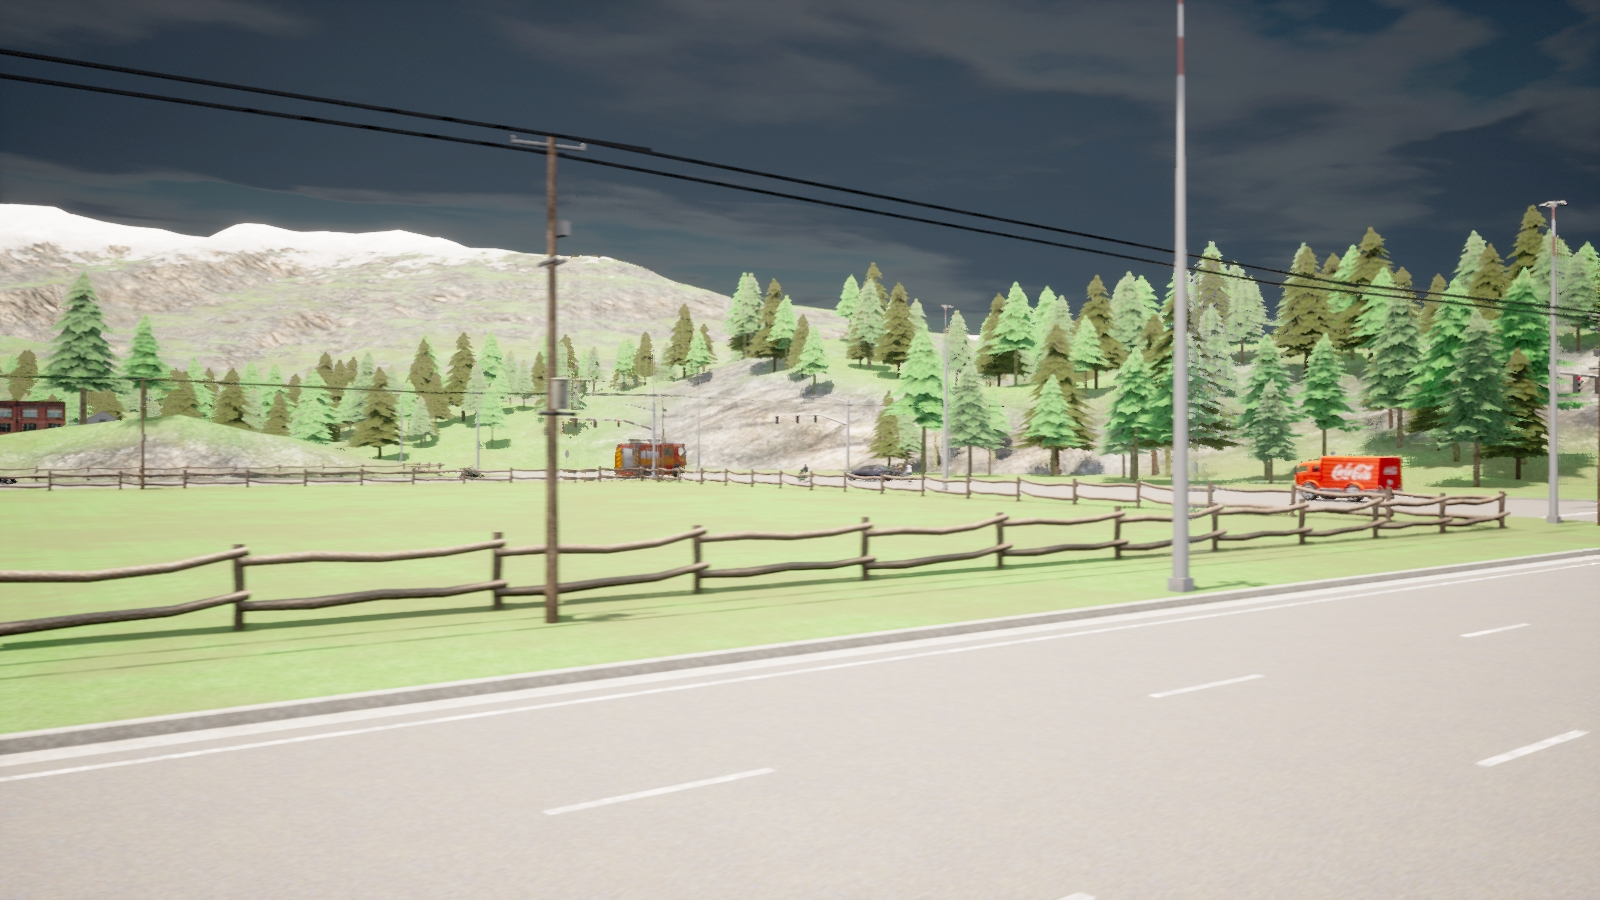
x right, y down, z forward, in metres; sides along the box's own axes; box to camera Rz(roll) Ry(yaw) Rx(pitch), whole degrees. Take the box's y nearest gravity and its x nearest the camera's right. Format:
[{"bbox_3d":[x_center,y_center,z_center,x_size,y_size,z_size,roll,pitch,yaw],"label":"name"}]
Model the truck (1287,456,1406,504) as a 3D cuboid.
[{"bbox_3d":[29.615,1.570,62.103,2.627,2.467,5.204,0,0,-33],"label":"truck"}]
